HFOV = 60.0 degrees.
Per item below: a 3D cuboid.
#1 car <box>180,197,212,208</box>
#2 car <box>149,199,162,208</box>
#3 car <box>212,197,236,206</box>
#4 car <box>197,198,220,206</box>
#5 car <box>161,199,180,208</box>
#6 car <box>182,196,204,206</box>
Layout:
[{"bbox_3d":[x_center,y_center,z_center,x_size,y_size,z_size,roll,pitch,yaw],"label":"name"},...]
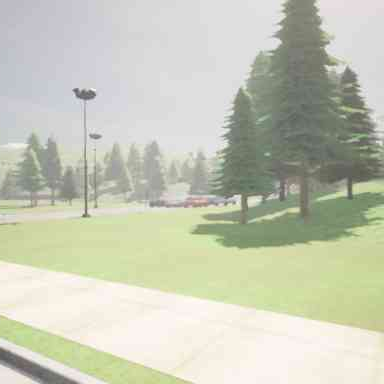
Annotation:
[{"bbox_3d":[0.682,1.648,53.968,2.097,1.767,4.553,-1,0,34],"label":"car"},{"bbox_3d":[-5.401,1.872,57.468,2.128,1.511,4.902,-1,0,34],"label":"car"},{"bbox_3d":[6.146,1.506,62.284,2.150,2.045,5.566,-1,0,34],"label":"car"},{"bbox_3d":[3.218,1.874,64.196,2.033,1.411,5.357,-1,0,34],"label":"car"},{"bbox_3d":[-2.456,1.939,55.571,1.895,1.301,4.718,-1,0,34],"label":"car"},{"bbox_3d":[0.286,1.720,66.110,2.097,1.767,4.553,-1,0,34],"label":"car"}]
